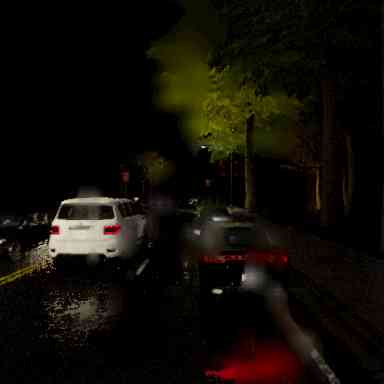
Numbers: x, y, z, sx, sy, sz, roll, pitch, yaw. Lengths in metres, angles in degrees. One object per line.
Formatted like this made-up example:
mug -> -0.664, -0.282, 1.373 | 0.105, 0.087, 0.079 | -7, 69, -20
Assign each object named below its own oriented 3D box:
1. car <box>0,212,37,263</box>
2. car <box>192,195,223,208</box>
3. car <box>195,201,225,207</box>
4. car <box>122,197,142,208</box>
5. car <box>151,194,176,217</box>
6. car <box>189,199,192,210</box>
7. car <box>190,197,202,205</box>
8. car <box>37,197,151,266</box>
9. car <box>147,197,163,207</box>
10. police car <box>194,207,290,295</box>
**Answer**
car -> -6.436, 1.490, 11.978 | 2.128, 1.511, 4.902 | 0, 0, 1
car -> 1.297, 1.232, 24.798 | 2.150, 2.045, 5.566 | 0, 0, 1
car -> 1.223, 1.508, 18.769 | 1.837, 1.490, 4.892 | 0, 0, 1
car -> -9.201, 1.528, 51.208 | 2.128, 1.511, 4.902 | 0, 0, 1
car -> -2.745, 1.233, 31.603 | 2.150, 2.045, 5.566 | 0, 0, 1
car -> 0.587, 1.591, 44.307 | 1.994, 1.385, 4.181 | 0, 0, 1
car -> 0.765, 1.602, 61.057 | 2.033, 1.411, 5.357 | 0, 0, 1
car -> -2.990, 1.220, 11.736 | 2.150, 2.045, 5.566 | 0, 0, 1
car -> -5.916, 1.518, 53.752 | 1.882, 1.535, 5.008 | 0, 0, 1
police car -> 1.102, 1.424, 8.879 | 1.930, 1.638, 5.238 | 0, 0, 1
